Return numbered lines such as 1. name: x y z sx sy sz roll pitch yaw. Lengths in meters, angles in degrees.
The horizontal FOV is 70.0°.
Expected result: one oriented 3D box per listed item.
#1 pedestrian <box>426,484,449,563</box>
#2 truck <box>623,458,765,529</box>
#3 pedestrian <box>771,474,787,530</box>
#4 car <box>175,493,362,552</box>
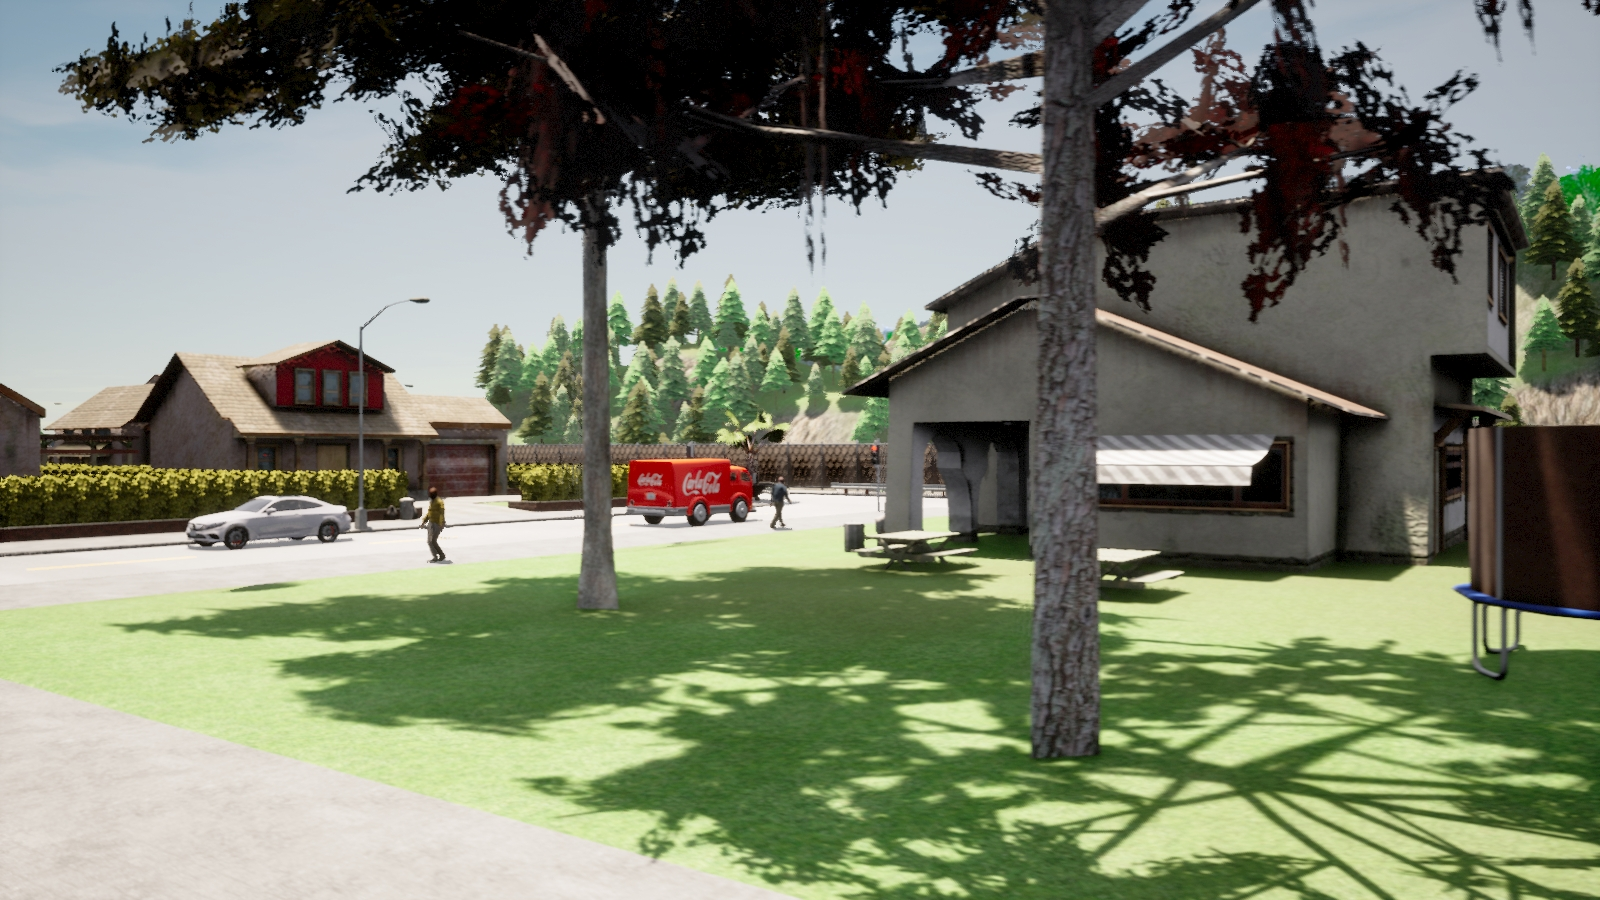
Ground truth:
1. pedestrian: -8.638 1.743 27.197 0.375 1.860 0.375 0 0 35
2. truck: -3.940 1.568 43.370 2.627 2.467 5.204 0 0 35
3. pedestrian: -0.708 1.744 38.521 0.375 1.860 0.375 0 0 39
4. car: -15.651 2.081 33.883 2.002 1.442 4.674 0 0 35
